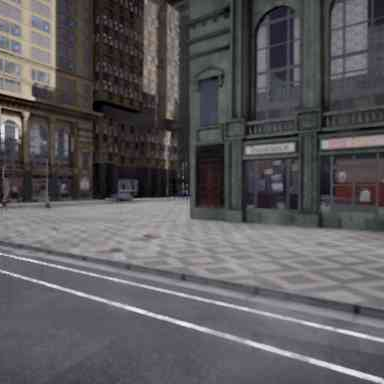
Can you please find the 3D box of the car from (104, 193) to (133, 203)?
[{"bbox_3d":[-11.301,0.924,51.468,2.128,1.511,4.902,0,1,36],"label":"car"}]
